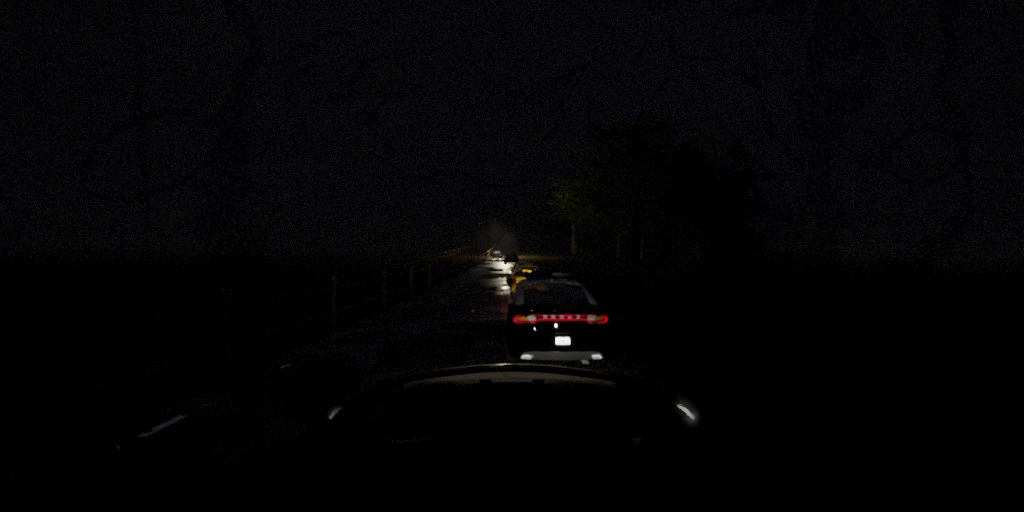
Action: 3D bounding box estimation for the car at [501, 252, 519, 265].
[{"bbox_3d":[-0.045,0.259,51.746,2.097,1.767,4.553,0,2,0],"label":"car"}]

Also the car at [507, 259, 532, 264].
[{"bbox_3d":[0.798,1.121,18.490,1.801,1.575,5.366,0,1,0],"label":"car"}]

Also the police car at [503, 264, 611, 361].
[{"bbox_3d":[0.823,1.168,8.413,1.930,1.638,5.238,0,0,0],"label":"police car"}]

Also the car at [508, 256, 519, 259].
[{"bbox_3d":[0.783,1.035,24.489,1.801,1.575,5.366,0,1,0],"label":"car"}]
